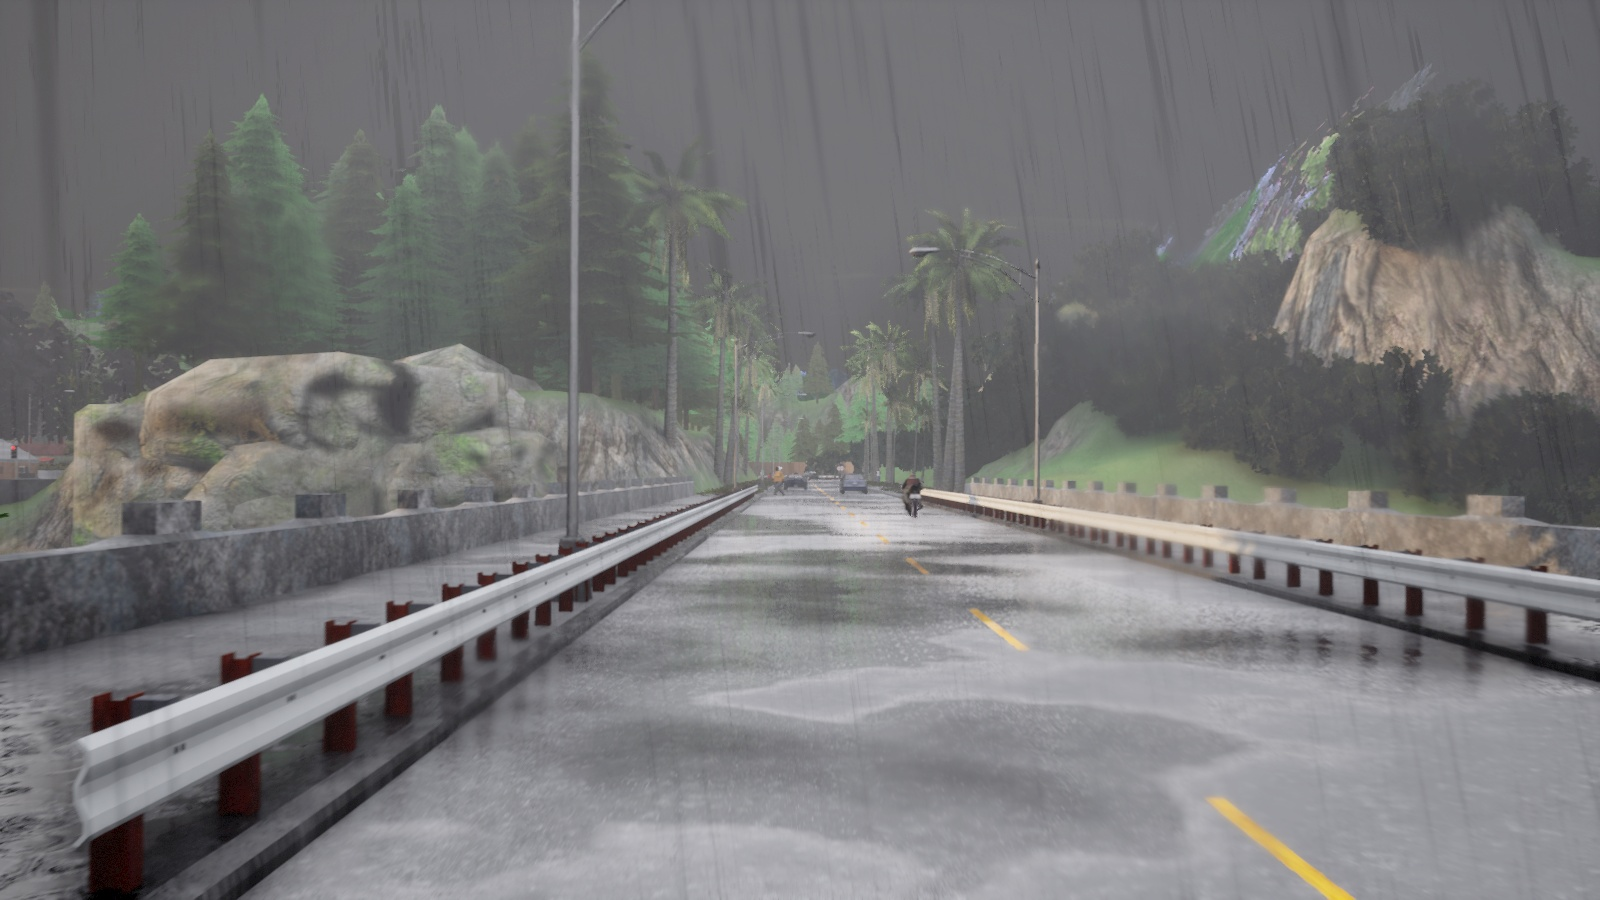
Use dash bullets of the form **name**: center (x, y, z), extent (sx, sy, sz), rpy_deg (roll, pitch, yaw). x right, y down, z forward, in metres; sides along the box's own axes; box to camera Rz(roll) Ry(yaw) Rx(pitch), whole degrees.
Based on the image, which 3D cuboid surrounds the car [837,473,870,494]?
- **car**: center (3.736, 2.322, 88.167), extent (2.033, 1.411, 5.357), rpy_deg (0, -1, 0)

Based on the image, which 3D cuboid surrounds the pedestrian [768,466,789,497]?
- **pedestrian**: center (-1.311, 1.870, 75.846), extent (0.900, 1.855, 0.874), rpy_deg (1, -1, -39)

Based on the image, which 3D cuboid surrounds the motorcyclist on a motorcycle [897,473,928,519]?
- **motorcyclist on a motorcycle**: center (3.882, 1.560, 43.372), extent (0.866, 1.530, 2.191), rpy_deg (0, -1, 0)
